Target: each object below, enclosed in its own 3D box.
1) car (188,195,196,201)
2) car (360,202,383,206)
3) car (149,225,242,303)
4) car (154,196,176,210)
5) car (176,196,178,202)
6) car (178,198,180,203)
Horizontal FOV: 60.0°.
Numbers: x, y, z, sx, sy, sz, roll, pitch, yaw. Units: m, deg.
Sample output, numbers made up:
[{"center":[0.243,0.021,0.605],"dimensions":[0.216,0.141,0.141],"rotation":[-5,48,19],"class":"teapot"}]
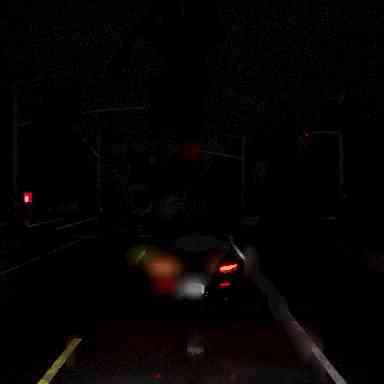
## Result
[{"center":[0.069,1.525,80.886],"dimensions":[2.128,1.511,4.902],"rotation":[0,0,0],"class":"car"},{"center":[15.563,1.528,28.655],"dimensions":[5.357,1.411,2.033],"rotation":[0,0,-6],"class":"car"},{"center":[0.080,1.526,8.092],"dimensions":[1.812,1.442,4.674],"rotation":[0,0,0],"class":"car"},{"center":[-3.555,1.352,42.389],"dimensions":[2.097,1.767,4.553],"rotation":[0,0,2],"class":"car"},{"center":[-3.548,1.526,52.222],"dimensions":[1.812,1.442,4.674],"rotation":[0,0,0],"class":"car"},{"center":[-3.468,1.526,66.647],"dimensions":[1.812,1.442,4.674],"rotation":[0,0,1],"class":"car"}]
